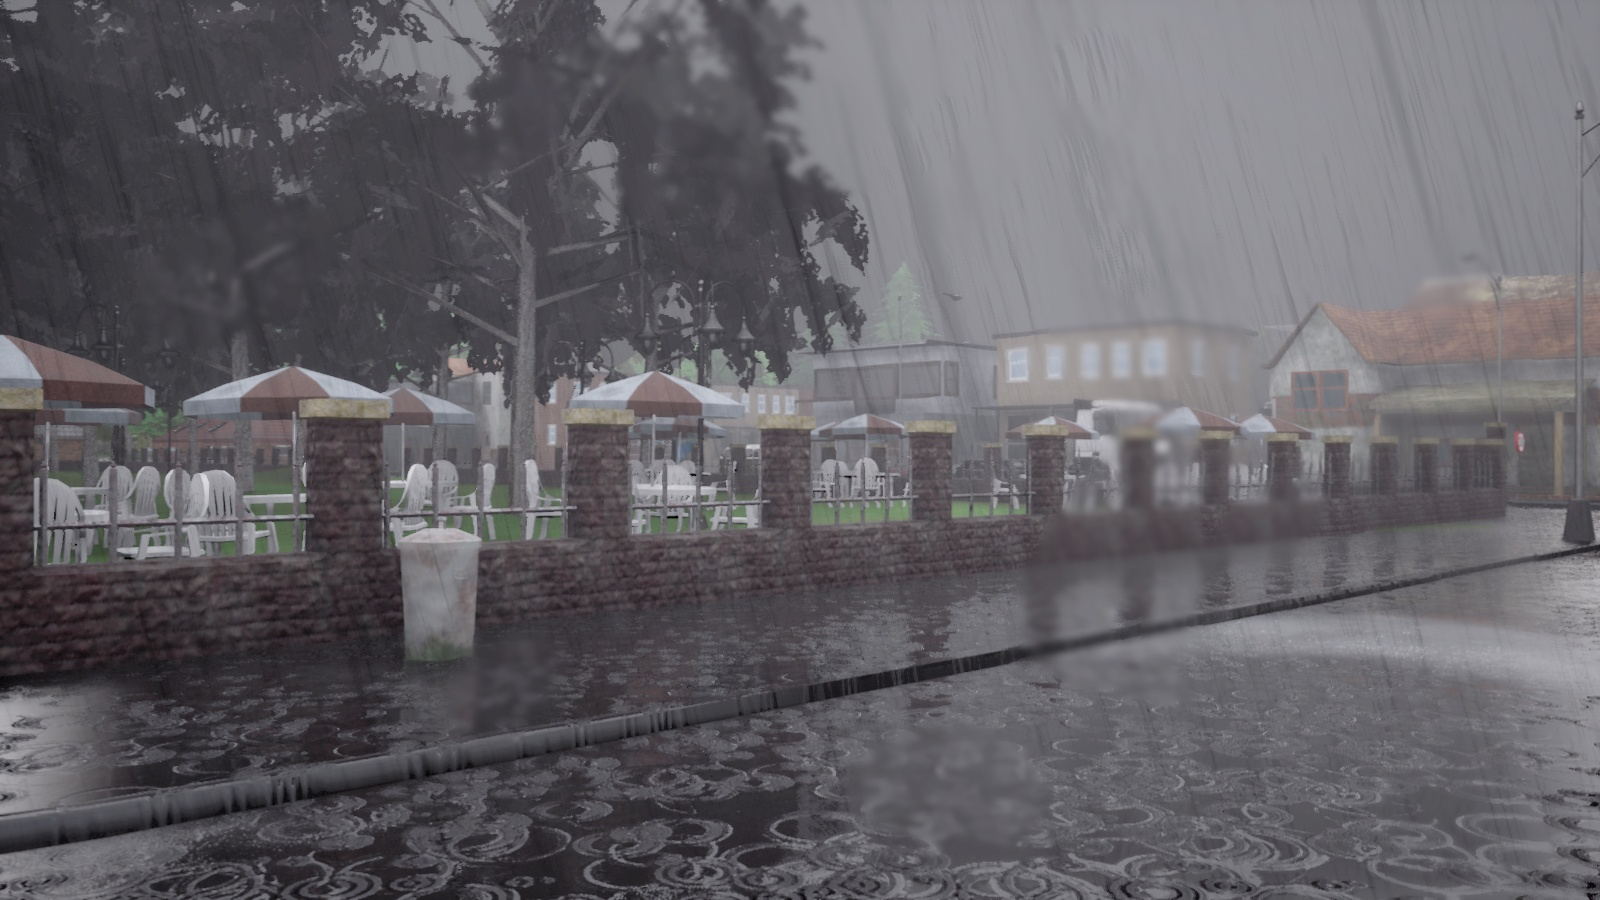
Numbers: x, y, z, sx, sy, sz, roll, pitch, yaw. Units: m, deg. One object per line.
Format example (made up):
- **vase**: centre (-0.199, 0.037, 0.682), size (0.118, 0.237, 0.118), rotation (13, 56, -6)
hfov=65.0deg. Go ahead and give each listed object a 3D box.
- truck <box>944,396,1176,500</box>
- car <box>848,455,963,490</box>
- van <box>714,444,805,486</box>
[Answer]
- **truck**: centre (9.263, -0.047, 45.553), size (2.891, 3.462, 7.936), rotation (0, 0, -45)
- **car**: centre (4.646, 0.979, 55.820), size (2.163, 1.488, 4.792), rotation (0, 0, -45)
- **van**: centre (-2.046, 0.732, 62.507), size (2.069, 2.038, 4.480), rotation (0, 0, -45)
